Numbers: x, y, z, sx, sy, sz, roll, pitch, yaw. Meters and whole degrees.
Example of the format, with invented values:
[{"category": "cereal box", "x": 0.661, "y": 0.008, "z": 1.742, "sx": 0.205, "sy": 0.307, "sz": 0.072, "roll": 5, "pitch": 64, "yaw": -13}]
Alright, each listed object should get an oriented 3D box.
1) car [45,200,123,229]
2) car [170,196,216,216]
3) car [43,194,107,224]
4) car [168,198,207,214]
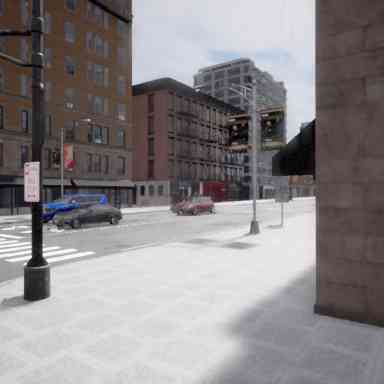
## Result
[{"category": "car", "x": -6.542, "y": 1.468, "z": 21.301, "sx": 1.812, "sy": 1.442, "sz": 4.674, "roll": 0, "pitch": 0, "yaw": 37}, {"category": "car", "x": 0.297, "y": 1.245, "z": 31.005, "sx": 2.097, "sy": 1.767, "sz": 4.553, "roll": 0, "pitch": 0, "yaw": 35}, {"category": "car", "x": -8.543, "y": 1.166, "z": 24.107, "sx": 2.150, "sy": 2.045, "sz": 5.566, "roll": 0, "pitch": 0, "yaw": 35}, {"category": "car", "x": -0.396, "y": 1.411, "z": 35.665, "sx": 1.812, "sy": 1.442, "sz": 4.674, "roll": 0, "pitch": 1, "yaw": 35}]
